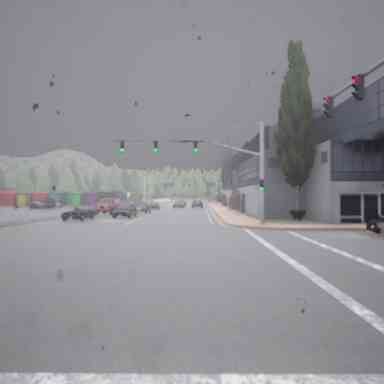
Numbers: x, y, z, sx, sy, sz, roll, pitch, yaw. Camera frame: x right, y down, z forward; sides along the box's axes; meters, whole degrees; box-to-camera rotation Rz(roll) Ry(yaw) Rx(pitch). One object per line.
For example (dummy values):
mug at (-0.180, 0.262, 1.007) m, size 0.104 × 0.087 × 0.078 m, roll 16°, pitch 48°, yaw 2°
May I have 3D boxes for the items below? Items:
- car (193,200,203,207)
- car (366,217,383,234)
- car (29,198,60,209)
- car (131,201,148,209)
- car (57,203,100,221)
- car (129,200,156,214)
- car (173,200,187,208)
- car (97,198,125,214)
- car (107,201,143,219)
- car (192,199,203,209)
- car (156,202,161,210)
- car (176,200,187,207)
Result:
car at (1.253, 2.460, 72.190) m, size 2.128 × 1.511 × 4.902 m, roll 0°, pitch -1°, yaw 2°
car at (12.384, 1.811, 19.153) m, size 4.181 × 1.385 × 1.994 m, roll 0°, pitch -1°, yaw 1°
car at (-24.630, 1.875, 55.047) m, size 3.866 × 1.878 × 1.905 m, roll 0°, pitch -1°, yaw 0°
car at (-9.638, 2.345, 61.431) m, size 2.033 × 1.411 × 5.357 m, roll 0°, pitch -1°, yaw 2°
car at (-10.567, 2.009, 31.272) m, size 1.895 × 1.301 × 4.718 m, roll 0°, pitch -1°, yaw 1°
car at (-6.683, 2.075, 44.902) m, size 2.128 × 1.511 × 4.902 m, roll 0°, pitch -1°, yaw 2°
car at (-2.544, 2.379, 62.839) m, size 1.994 × 1.385 × 4.181 m, roll 0°, pitch -1°, yaw 2°
car at (-10.316, 1.756, 41.041) m, size 2.150 × 2.045 × 5.566 m, roll 0°, pitch -1°, yaw 2°
car at (-6.979, 2.005, 35.159) m, size 2.033 × 1.411 × 5.357 m, roll 0°, pitch -1°, yaw 2°
car at (1.028, 2.155, 61.985) m, size 2.097 × 1.767 × 4.553 m, roll 0°, pitch -1°, yaw 2°
car at (-6.361, 2.276, 54.849) m, size 1.994 × 1.385 × 4.181 m, roll 0°, pitch -1°, yaw 2°
car at (-2.235, 2.411, 72.631) m, size 1.994 × 1.385 × 4.181 m, roll 0°, pitch -1°, yaw 2°
